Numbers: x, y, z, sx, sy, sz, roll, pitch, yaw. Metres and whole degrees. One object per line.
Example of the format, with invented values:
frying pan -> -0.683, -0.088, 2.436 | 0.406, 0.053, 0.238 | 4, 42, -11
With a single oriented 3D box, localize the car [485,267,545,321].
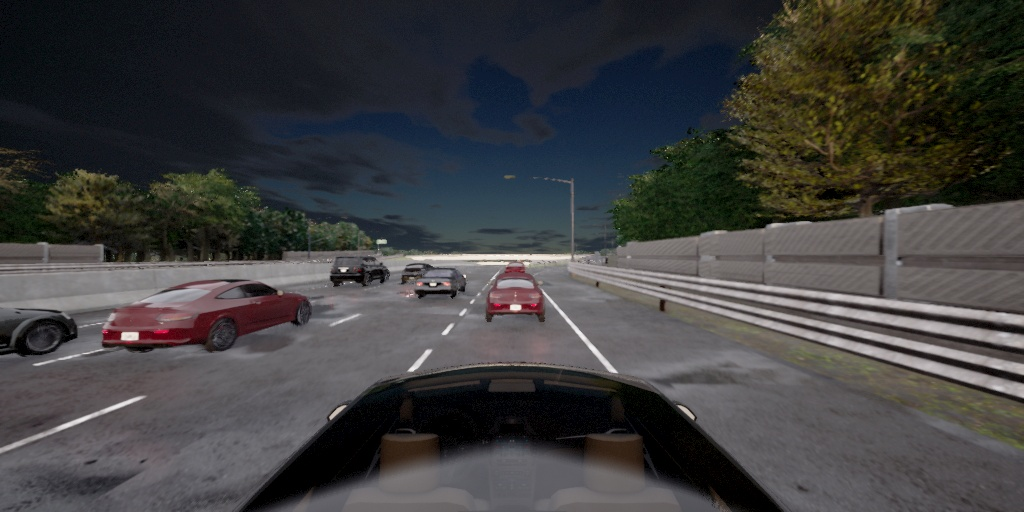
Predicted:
car -> 0.105, 1.287, 12.397 | 1.812, 1.442, 4.674 | 0, 0, 0

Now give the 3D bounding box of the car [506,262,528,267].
car -> 0.442, 1.255, 32.808 | 1.882, 1.535, 5.008 | 0, 0, 4

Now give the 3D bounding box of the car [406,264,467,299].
car -> -3.492, 1.315, 18.364 | 2.033, 1.411, 5.357 | 0, 0, 0

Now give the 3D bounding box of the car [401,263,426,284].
car -> -6.888, 1.281, 27.018 | 1.837, 1.490, 4.892 | 0, 0, 0

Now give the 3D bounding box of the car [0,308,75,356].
car -> -10.398, 1.319, 5.970 | 1.994, 1.385, 4.181 | 0, 0, 0

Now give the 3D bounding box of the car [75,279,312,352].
car -> -6.896, 1.283, 8.775 | 1.812, 1.442, 4.674 | 0, 0, 0

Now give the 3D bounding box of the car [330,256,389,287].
car -> -10.389, 0.996, 24.788 | 2.150, 2.045, 5.566 | 0, 0, 0
